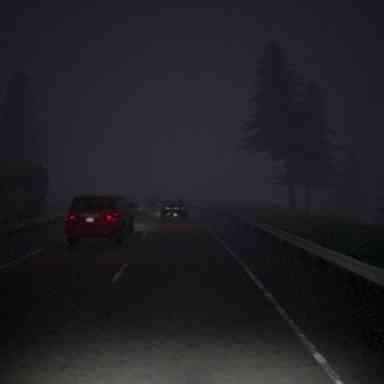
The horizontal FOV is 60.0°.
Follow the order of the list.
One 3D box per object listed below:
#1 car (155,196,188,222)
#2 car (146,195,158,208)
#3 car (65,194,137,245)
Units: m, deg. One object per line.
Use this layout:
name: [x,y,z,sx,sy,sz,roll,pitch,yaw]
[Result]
car: [-1.390,1.296,24.466,2.128,1.511,4.902,0,0,-7]
car: [-4.574,1.157,40.916,1.882,1.535,5.008,0,1,-14]
car: [-3.978,1.105,15.084,2.150,2.045,5.566,0,0,-4]
